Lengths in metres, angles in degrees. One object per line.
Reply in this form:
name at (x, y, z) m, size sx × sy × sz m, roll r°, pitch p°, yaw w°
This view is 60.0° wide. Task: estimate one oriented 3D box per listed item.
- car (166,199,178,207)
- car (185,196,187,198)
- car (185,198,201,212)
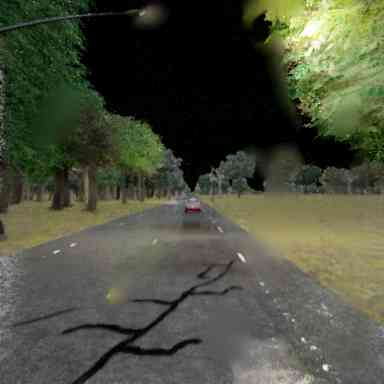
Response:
car at (-3.509, 1.898, 58.143) m, size 1.895 × 1.301 × 4.718 m, roll 0°, pitch 0°, yaw 1°
car at (0.131, 1.767, 56.600) m, size 1.882 × 1.535 × 5.008 m, roll 0°, pitch 0°, yaw 0°
car at (0.125, 1.783, 43.022) m, size 1.994 × 1.385 × 4.181 m, roll 0°, pitch 0°, yaw 0°
